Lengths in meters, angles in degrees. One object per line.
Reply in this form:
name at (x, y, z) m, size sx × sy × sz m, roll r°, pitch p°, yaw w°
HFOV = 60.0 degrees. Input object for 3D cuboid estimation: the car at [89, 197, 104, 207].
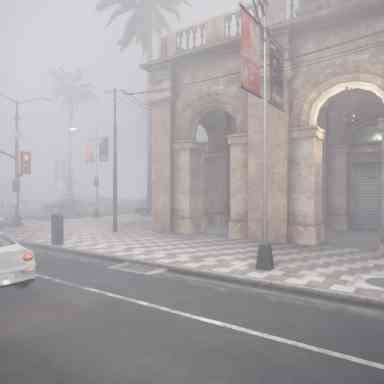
car at (-13.786, 1.513, 51.035) m, size 2.161 × 1.482 × 4.786 m, roll 0°, pitch 0°, yaw 35°

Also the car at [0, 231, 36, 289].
car at (-5.527, 1.526, 7.900) m, size 4.674 × 1.442 × 1.812 m, roll 0°, pitch 0°, yaw 36°

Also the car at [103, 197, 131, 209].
car at (-9.410, 1.601, 45.822) m, size 1.895 × 1.301 × 4.718 m, roll 0°, pitch 0°, yaw 36°

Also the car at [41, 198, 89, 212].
car at (-14.809, 1.505, 38.287) m, size 1.837 × 1.490 × 4.892 m, roll 0°, pitch 0°, yaw 36°

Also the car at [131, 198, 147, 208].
car at (-5.526, 1.505, 44.896) m, size 1.837 × 1.490 × 4.892 m, roll 0°, pitch 0°, yaw 36°
